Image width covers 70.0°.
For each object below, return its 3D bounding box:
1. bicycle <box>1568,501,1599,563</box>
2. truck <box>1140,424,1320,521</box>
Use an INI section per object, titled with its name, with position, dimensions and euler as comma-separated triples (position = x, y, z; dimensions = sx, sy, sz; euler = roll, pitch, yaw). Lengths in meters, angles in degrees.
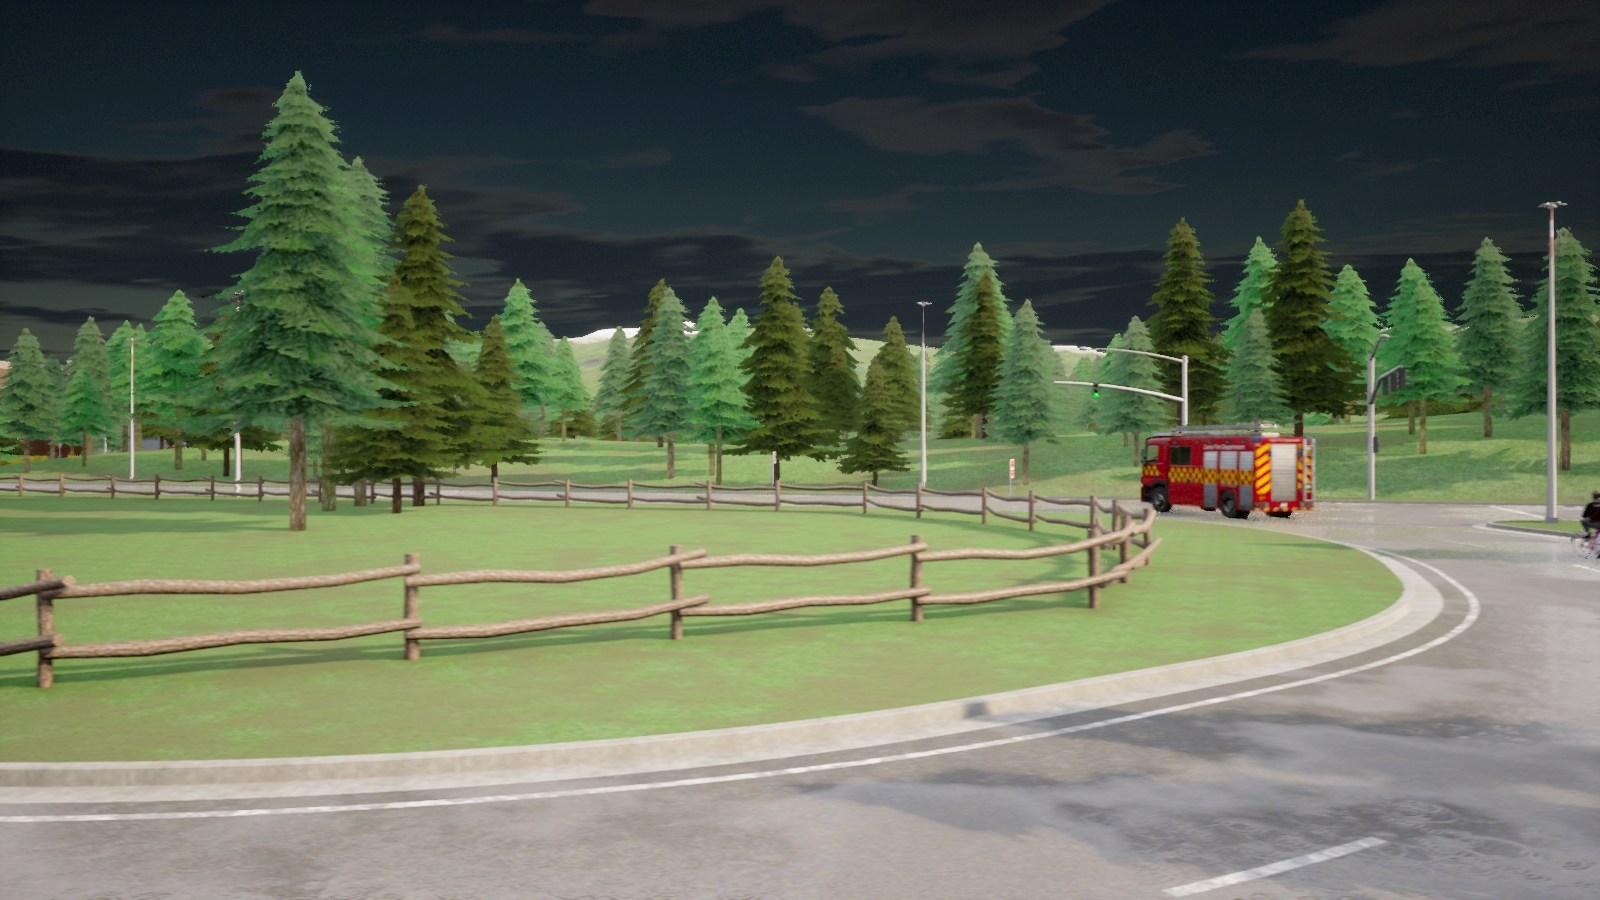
[bicycle]
position = 20.074, 2.060, 28.905
dimensions = 0.329, 1.471, 1.835
euler = -2, 0, 10
[truck]
position = 18.327, 0.891, 49.439
dimensions = 2.891, 3.827, 8.468
euler = 0, 0, -15
